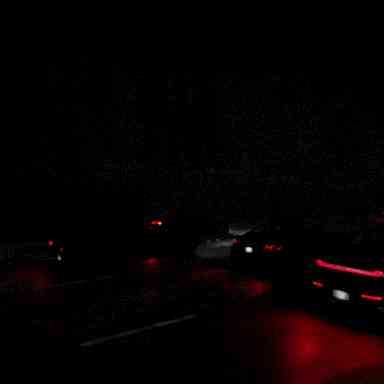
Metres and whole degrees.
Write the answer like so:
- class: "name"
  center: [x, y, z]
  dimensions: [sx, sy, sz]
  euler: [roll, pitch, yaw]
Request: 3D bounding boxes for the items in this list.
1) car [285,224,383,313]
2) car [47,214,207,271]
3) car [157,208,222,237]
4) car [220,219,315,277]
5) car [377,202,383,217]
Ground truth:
- class: "car"
  center: [4.439, 1.492, 6.907]
  dimensions: [4.902, 1.511, 2.128]
  euler: [0, 0, -35]
- class: "car"
  center: [-2.036, 1.599, 10.889]
  dimensions: [4.718, 1.301, 1.895]
  euler: [0, 0, -35]
- class: "car"
  center: [-0.261, 1.524, 16.448]
  dimensions: [4.674, 1.442, 1.812]
  euler: [0, 0, -35]
- class: "car"
  center: [3.194, 1.563, 10.316]
  dimensions: [4.181, 1.385, 1.994]
  euler: [0, 0, -35]
- class: "car"
  center: [18.534, 1.511, 29.943]
  dimensions: [4.892, 1.490, 1.837]
  euler: [0, 0, -35]
